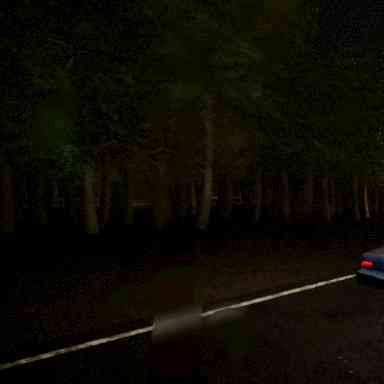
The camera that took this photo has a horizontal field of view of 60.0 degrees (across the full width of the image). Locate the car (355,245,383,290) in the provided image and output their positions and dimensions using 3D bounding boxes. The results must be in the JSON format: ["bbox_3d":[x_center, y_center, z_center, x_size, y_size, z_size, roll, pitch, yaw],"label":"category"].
[{"bbox_3d":[6.136,1.619,8.120,5.357,1.411,2.033,1,0,-35],"label":"car"}]
